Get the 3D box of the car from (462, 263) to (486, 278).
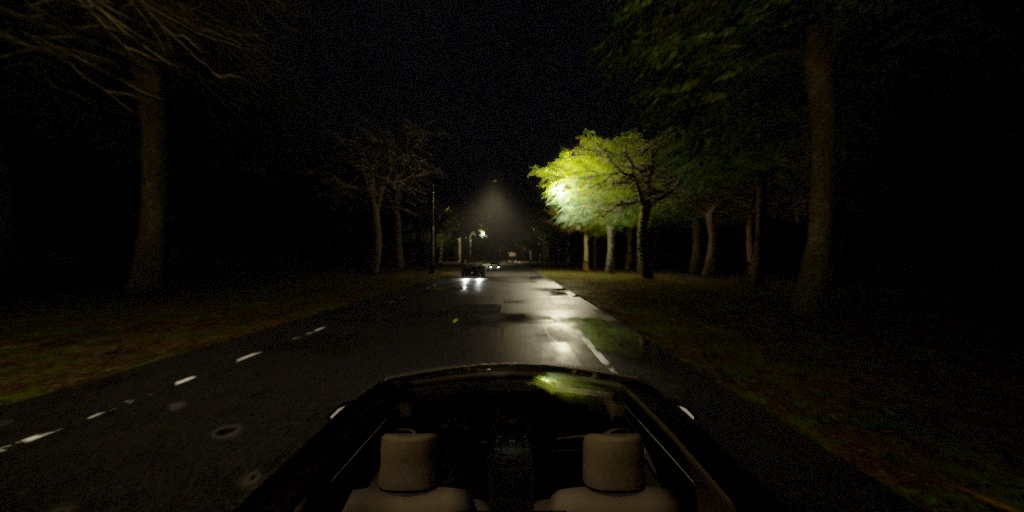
[{"bbox_3d":[-3.575,1.320,34.169,1.994,1.385,4.181,0,0,0],"label":"car"}]
